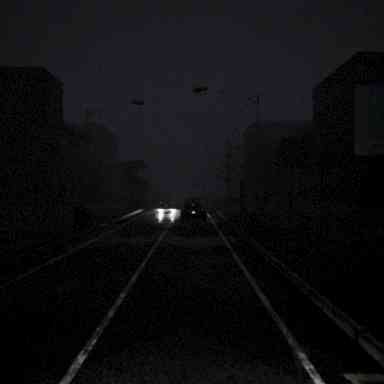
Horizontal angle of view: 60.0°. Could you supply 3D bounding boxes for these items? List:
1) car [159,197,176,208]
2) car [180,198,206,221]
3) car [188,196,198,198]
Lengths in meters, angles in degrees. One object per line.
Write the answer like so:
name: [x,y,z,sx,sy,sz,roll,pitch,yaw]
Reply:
car: [-3.077,1.356,42.033,1.895,1.301,4.718,0,0,0]
car: [0.109,1.443,26.365,1.994,1.385,4.181,0,0,0]
car: [0.115,1.253,42.824,1.837,1.490,4.892,0,0,0]
